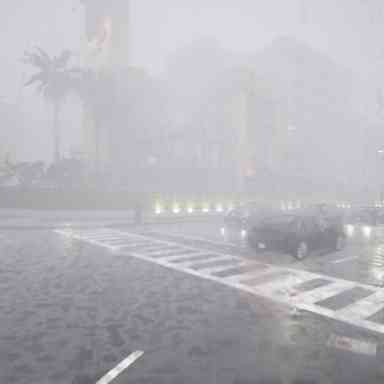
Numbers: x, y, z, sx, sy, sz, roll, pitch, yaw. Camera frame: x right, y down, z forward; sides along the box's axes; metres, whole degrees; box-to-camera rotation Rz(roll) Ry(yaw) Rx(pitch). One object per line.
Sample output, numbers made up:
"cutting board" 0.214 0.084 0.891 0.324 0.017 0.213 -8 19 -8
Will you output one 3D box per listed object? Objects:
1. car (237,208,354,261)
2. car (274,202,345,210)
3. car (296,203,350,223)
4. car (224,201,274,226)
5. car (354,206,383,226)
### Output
"car" 4.115 1.571 12.709 4.892 1.490 1.837 1 -1 -42
"car" 7.463 1.477 20.549 4.553 1.767 2.097 1 0 -41
"car" 11.351 1.744 28.611 5.357 1.411 2.033 1 0 -41
"car" 4.230 1.400 22.372 4.553 1.767 2.097 1 0 -41
"car" 13.956 1.825 26.238 4.181 1.385 1.994 1 0 -41
